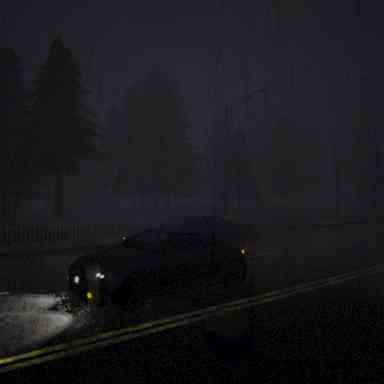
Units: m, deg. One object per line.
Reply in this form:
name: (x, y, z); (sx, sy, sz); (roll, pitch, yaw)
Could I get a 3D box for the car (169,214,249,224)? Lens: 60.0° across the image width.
car: (0.096, 1.574, 12.607); (5.357, 1.411, 2.033); (0, 0, -35)

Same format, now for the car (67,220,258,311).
car: (-0.668, 1.578, 7.803); (4.181, 1.385, 1.994); (0, 0, -35)
